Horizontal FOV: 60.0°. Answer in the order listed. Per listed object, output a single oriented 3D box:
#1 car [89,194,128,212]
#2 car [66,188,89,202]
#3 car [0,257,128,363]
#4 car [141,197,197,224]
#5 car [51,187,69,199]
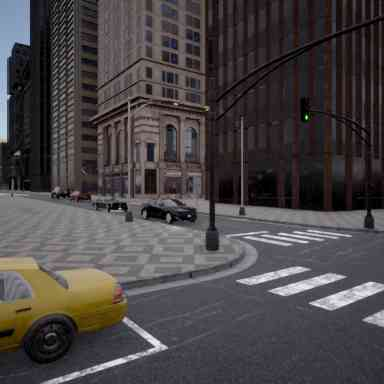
[{"bbox_3d":[-7.405,1.060,30.111,1.895,1.301,4.718,0,1,-36],"label":"car"},{"bbox_3d":[-15.965,0.576,47.490,1.882,1.535,5.008,0,1,-35],"label":"car"},{"bbox_3d":[-3.283,1.526,4.308,4.829,1.417,1.752,0,0,-35],"label":"car"},{"bbox_3d":[-1.618,1.129,22.020,1.882,1.535,5.008,0,1,-36],"label":"car"},{"bbox_3d":[-21.926,0.134,55.751,2.150,2.045,5.566,0,1,-36],"label":"car"}]
